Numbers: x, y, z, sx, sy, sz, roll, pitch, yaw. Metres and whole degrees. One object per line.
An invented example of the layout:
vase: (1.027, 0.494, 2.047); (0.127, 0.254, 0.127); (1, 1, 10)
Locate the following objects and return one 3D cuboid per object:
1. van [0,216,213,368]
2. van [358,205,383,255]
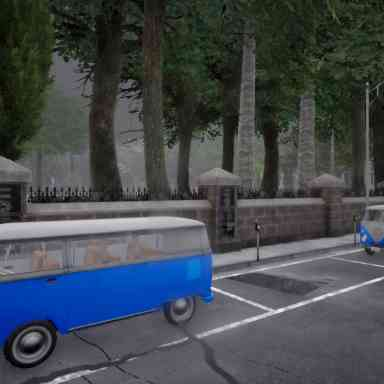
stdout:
van: (-1.529, 1.341, 5.449); (3.998, 1.788, 1.690); (0, 0, -36)
van: (7.672, 1.337, 12.037); (3.998, 1.788, 1.690); (0, 0, -36)
